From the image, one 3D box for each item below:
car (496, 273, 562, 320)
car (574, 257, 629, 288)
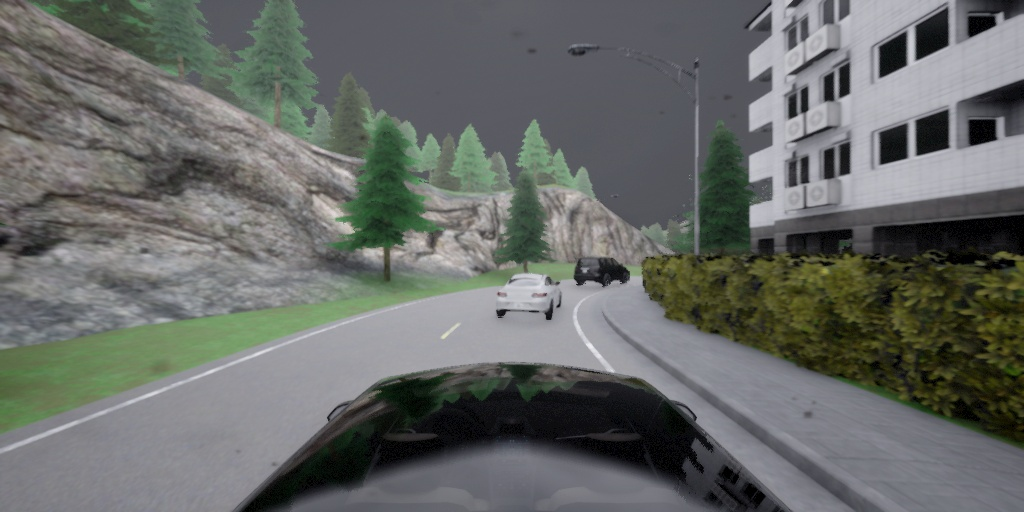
[{"bbox_3d":[0.719,1.331,13.009,1.812,1.442,4.674,0,0,13],"label":"car"},{"bbox_3d":[6.494,1.090,25.752,2.150,2.045,5.566,0,0,39],"label":"car"}]
